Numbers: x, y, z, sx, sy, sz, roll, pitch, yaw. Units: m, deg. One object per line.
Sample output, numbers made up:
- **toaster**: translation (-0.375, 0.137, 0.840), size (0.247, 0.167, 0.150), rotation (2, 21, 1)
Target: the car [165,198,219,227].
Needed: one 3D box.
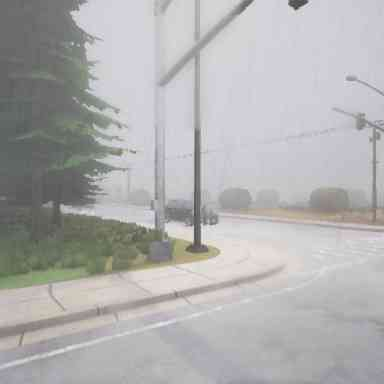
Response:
- **car**: translation (-0.177, 1.310, 23.048), size (2.097, 1.767, 4.553), rotation (0, 0, -34)

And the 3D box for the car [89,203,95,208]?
- **car**: translation (-14.284, 1.555, 43.603), size (1.895, 1.301, 4.718), rotation (0, 0, -34)
